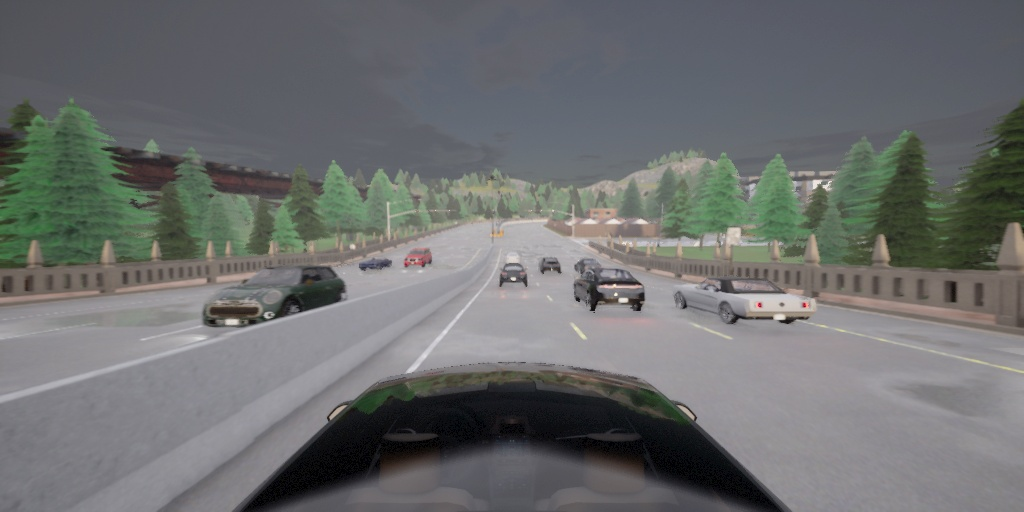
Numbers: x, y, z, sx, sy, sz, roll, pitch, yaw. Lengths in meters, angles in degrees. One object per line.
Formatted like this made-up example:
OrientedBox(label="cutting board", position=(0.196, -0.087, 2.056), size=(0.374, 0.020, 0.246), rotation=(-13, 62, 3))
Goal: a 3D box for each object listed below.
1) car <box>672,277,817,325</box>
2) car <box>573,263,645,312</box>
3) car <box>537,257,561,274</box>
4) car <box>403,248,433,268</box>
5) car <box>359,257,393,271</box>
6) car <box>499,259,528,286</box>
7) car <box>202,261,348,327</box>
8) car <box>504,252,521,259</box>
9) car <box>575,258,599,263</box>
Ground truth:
OrientedBox(label="car", position=(7.098, 1.329, 11.724), size=(1.895, 1.301, 4.718), rotation=(0, 0, 0))
OrientedBox(label="car", position=(3.597, 1.213, 14.014), size=(2.128, 1.511, 4.902), rotation=(0, 0, 0))
OrientedBox(label="car", position=(3.593, 0.820, 34.692), size=(1.837, 1.490, 4.892), rotation=(0, 3, 0))
OrientedBox(label="car", position=(-10.510, 0.159, 40.540), size=(2.150, 2.045, 5.566), rotation=(0, 5, 0))
OrientedBox(label="car", position=(-14.044, 0.757, 37.154), size=(1.895, 1.301, 4.718), rotation=(0, 4, 0))
OrientedBox(label="car", position=(0.096, 1.204, 24.419), size=(1.812, 1.442, 4.674), rotation=(0, 1, 0))
OrientedBox(label="car", position=(-7.100, 1.080, 11.331), size=(2.097, 1.767, 4.553), rotation=(0, 0, 0))
OrientedBox(label="car", position=(0.070, 0.199, 43.170), size=(1.812, 1.442, 4.674), rotation=(0, 5, 0))
OrientedBox(label="car", position=(7.094, 0.921, 33.601), size=(2.033, 1.411, 5.357), rotation=(0, 3, 0))
